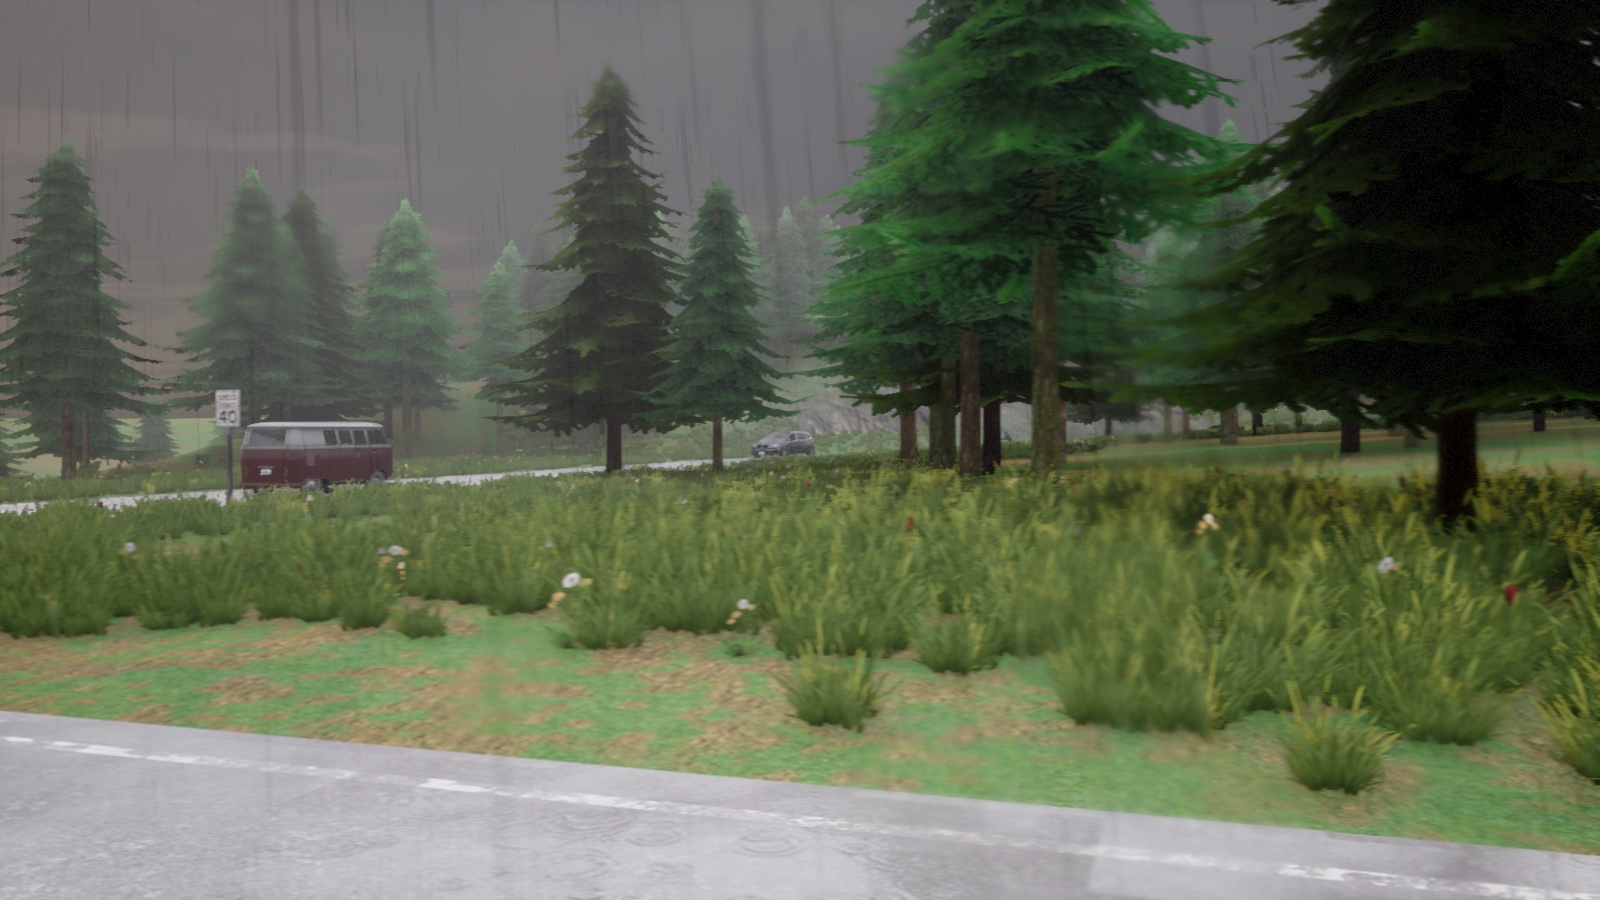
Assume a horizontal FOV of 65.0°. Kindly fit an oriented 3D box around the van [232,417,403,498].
[{"bbox_3d":[-12.514,0.145,32.904,1.775,1.987,4.442,1,1,18],"label":"van"}]

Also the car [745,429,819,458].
[{"bbox_3d":[-1.056,-0.419,76.563,2.242,1.667,4.611,1,1,34],"label":"car"}]
